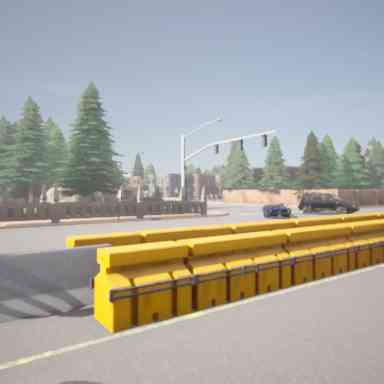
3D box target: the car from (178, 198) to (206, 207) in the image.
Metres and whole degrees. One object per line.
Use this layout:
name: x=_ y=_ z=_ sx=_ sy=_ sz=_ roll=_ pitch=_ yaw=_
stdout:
car: x=-0.083 y=1.566 z=50.306 sx=1.895 sy=1.301 sz=4.718 roll=0 pitch=0 yaw=-35

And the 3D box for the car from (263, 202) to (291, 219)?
car: x=7.269 y=1.573 z=28.678 sx=1.895 sy=1.301 sz=4.718 roll=0 pitch=0 yaw=7

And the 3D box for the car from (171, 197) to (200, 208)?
car: x=-1.275 y=1.447 z=45.929 sx=1.882 sy=1.535 sz=5.008 roll=0 pitch=0 yaw=-35

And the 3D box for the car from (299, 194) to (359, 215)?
car: x=13.387 y=1.186 z=32.885 sx=5.566 sy=2.045 sz=2.150 roll=0 pitch=0 yaw=45
